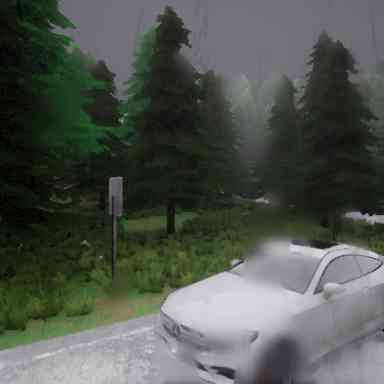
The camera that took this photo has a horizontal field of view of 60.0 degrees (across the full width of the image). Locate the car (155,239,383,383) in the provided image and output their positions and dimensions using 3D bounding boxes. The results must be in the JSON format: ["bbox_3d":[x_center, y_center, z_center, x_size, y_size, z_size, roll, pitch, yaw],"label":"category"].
[{"bbox_3d":[1.691,1.531,5.185,4.674,1.442,1.812,0,0,-35],"label":"car"}]
